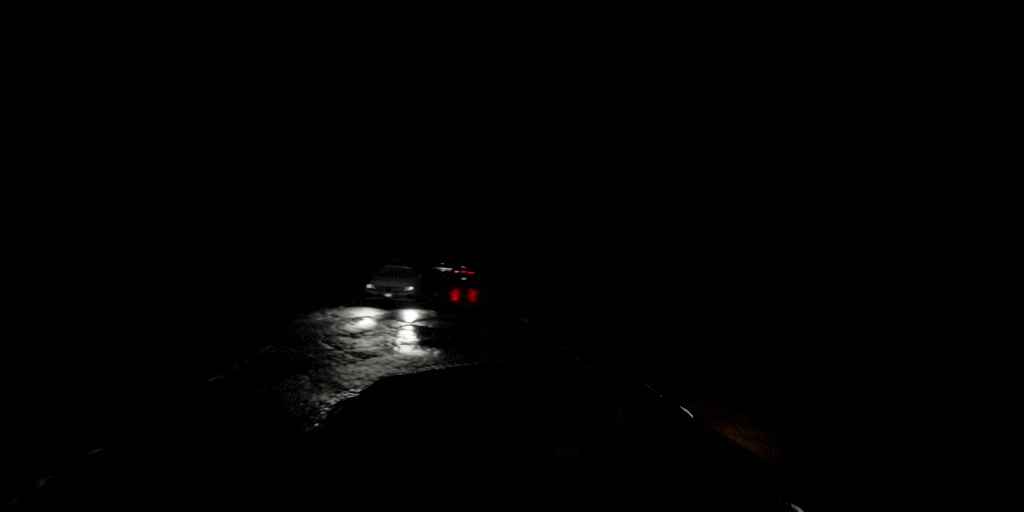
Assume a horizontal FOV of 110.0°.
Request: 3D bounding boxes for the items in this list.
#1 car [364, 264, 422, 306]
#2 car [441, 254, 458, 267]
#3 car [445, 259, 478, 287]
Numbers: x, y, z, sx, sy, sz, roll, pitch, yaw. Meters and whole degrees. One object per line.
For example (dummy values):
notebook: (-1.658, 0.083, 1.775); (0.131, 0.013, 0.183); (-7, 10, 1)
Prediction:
car: (-4.733, 1.076, 14.784); (1.812, 1.442, 4.674); (4, -1, -11)
car: (-9.777, 0.811, 57.141); (2.150, 2.045, 5.566); (4, 0, -2)
car: (-3.410, 1.234, 25.271); (2.128, 1.511, 4.902); (4, 0, -9)
